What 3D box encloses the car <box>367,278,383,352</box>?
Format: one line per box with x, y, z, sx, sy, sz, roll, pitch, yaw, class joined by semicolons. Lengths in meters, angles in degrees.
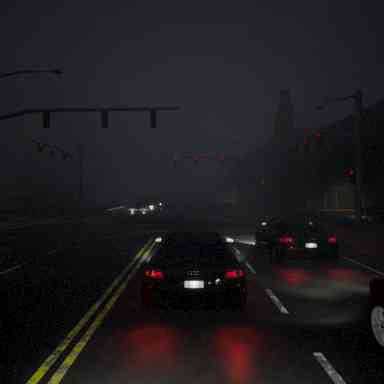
3.596;1.478;3.079;1.882;1.535;5.008;0;0;0;car

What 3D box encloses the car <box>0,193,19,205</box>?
-39.089;1.153;69.924;4.605;1.855;1.932;0;0;0;car

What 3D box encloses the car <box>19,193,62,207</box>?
-21.558;1.153;47.448;4.605;1.855;1.932;0;0;0;car

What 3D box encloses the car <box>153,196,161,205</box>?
-7.123;1.491;57.334;2.128;1.511;4.902;0;0;2;car

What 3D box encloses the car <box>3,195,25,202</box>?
-39.028;1.363;72.820;3.905;1.438;1.784;0;0;0;car

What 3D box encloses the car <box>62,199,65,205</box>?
-21.507;1.156;50.342;3.866;1.878;1.905;0;0;0;car

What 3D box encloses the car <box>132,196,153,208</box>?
-7.307;1.477;47.783;1.882;1.535;5.008;0;0;1;car

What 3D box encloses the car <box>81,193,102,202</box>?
-21.568;1.155;69.966;3.866;1.878;1.905;0;0;0;car

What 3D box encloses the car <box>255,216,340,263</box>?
3.546;1.564;11.928;1.994;1.385;4.181;0;0;0;car

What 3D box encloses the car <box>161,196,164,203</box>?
-6.817;1.525;67.442;1.812;1.442;4.674;0;0;2;car

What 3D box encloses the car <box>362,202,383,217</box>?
18.683;1.547;30.835;5.357;1.411;2.033;0;0;0;car

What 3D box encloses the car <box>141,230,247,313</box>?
0.044;1.564;7.749;1.994;1.385;4.181;0;0;0;car
